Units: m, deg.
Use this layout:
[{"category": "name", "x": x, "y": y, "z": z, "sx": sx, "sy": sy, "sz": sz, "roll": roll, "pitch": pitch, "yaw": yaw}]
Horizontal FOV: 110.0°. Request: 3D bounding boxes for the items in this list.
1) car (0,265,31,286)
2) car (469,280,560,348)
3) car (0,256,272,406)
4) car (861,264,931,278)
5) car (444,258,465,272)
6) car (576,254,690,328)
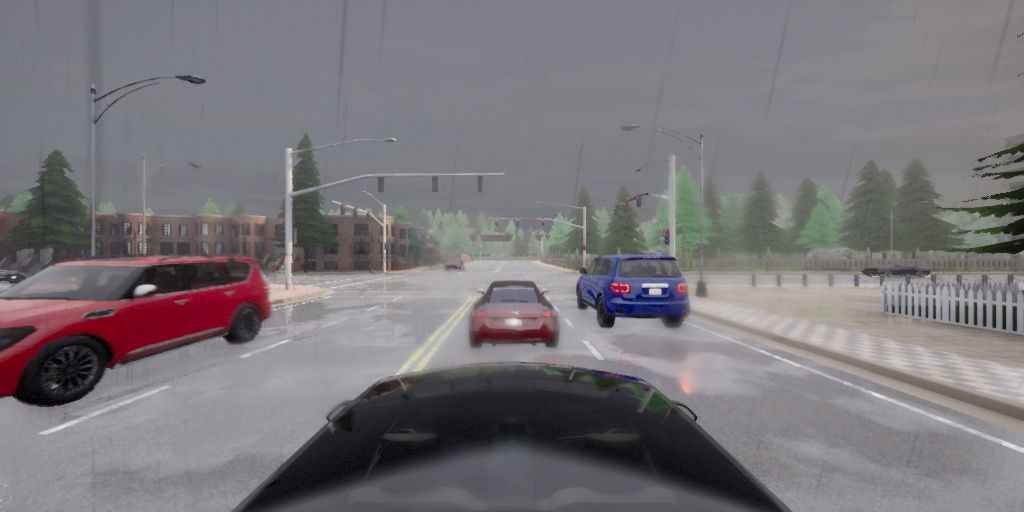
[{"category": "car", "x": -36.707, "y": 1.310, "z": 24.572, "sx": 4.181, "sy": 1.385, "sz": 1.994, "roll": 0, "pitch": 0, "yaw": -14}, {"category": "car", "x": 0.029, "y": 1.313, "z": 9.245, "sx": 1.994, "sy": 1.385, "sz": 4.181, "roll": 0, "pitch": 0, "yaw": -1}, {"category": "car", "x": -7.026, "y": 1.019, "z": 6.605, "sx": 2.150, "sy": 2.045, "sz": 5.566, "roll": 0, "pitch": 0, "yaw": 0}, {"category": "car", "x": 35.283, "y": 1.346, "z": 33.060, "sx": 4.718, "sy": 1.301, "sz": 1.895, "roll": 0, "pitch": 0, "yaw": 0}, {"category": "car", "x": -7.249, "y": 1.041, "z": 45.609, "sx": 2.097, "sy": 1.767, "sz": 4.553, "roll": 0, "pitch": 0, "yaw": 0}, {"category": "car", "x": 3.526, "y": 0.970, "z": 11.490, "sx": 2.150, "sy": 2.045, "sz": 5.566, "roll": 0, "pitch": 0, "yaw": 0}]
